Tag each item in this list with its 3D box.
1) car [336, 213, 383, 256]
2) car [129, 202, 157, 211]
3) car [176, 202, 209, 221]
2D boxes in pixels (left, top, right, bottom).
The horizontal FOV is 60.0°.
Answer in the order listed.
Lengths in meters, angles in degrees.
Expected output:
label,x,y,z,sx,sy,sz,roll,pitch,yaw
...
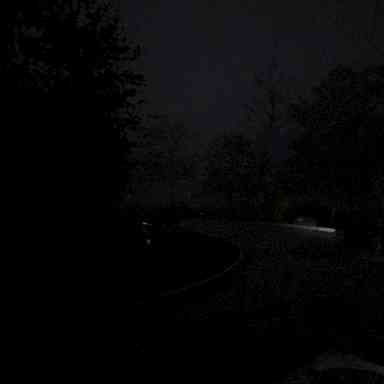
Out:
label,x,y,z,sx,sy,sz,roll,pitch,yaw
car,7.608,1.584,13.520,2.128,1.511,4.902,1,0,0
car,-3.832,1.594,27.945,1.837,1.490,4.892,0,-1,-30
car,-0.525,1.613,29.068,1.882,1.535,5.008,1,-1,-33
